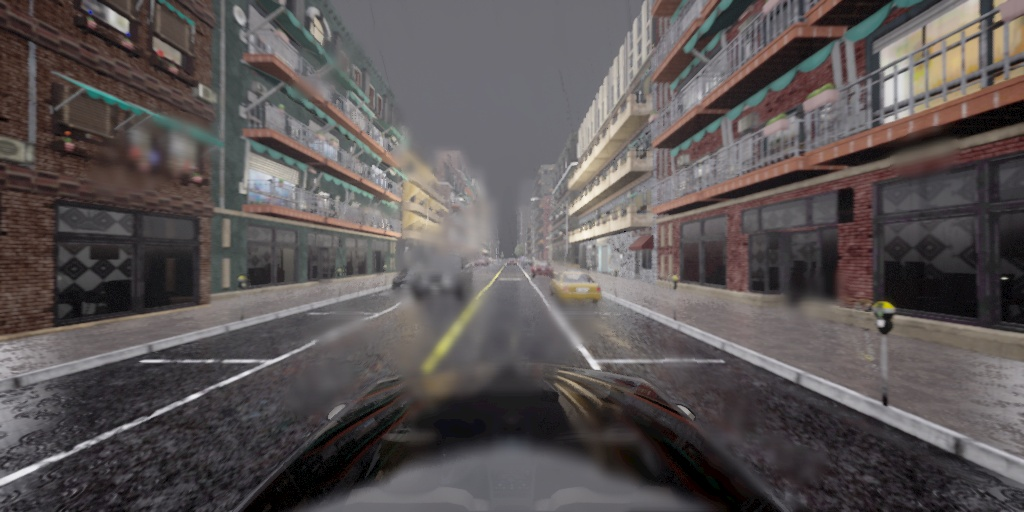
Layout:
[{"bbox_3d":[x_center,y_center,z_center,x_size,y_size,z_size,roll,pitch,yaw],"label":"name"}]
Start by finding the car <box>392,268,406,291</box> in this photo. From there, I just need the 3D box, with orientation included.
[{"bbox_3d":[-5.693,1.280,21.400,1.948,1.339,4.313,0,0,0],"label":"car"}]

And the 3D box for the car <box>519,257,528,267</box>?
[{"bbox_3d":[2.680,1.231,61.050,2.007,1.370,4.403,0,0,0],"label":"car"}]

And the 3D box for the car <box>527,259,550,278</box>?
[{"bbox_3d":[2.685,1.139,32.728,1.967,1.591,4.097,0,0,0],"label":"car"}]

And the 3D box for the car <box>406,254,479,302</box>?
[{"bbox_3d":[-3.079,0.941,17.219,2.150,2.045,5.566,0,0,0],"label":"car"}]

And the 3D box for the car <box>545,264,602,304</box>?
[{"bbox_3d":[2.688,1.248,15.906,1.751,1.417,4.829,0,0,0],"label":"car"}]
